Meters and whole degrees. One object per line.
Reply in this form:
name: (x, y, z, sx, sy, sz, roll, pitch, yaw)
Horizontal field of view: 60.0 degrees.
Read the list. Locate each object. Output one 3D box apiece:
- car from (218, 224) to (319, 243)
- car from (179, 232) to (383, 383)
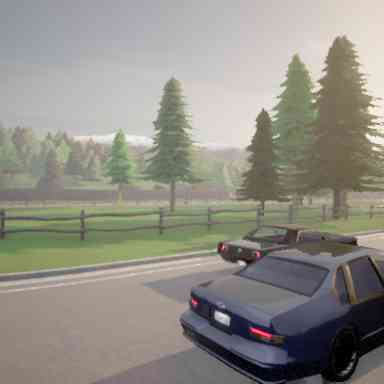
car: (3.142, 1.657, 10.287, 4.718, 1.301, 1.895, 0, 0, -36)
car: (2.401, 1.581, 5.459, 5.357, 1.411, 2.033, 0, 0, -36)
